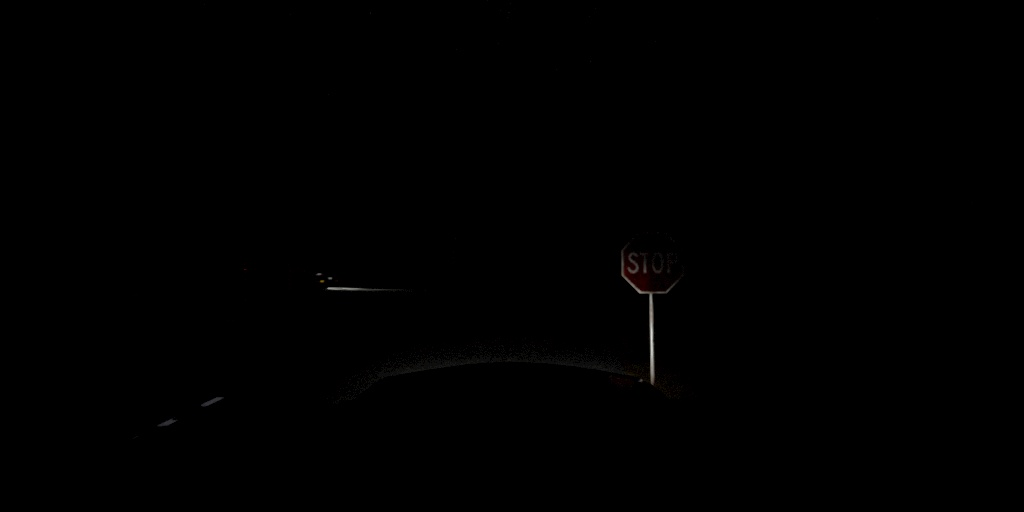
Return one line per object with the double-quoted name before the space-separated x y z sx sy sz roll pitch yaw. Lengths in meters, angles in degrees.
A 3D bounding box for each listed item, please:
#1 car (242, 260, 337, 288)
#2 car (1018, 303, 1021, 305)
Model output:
"car" -11.343 0.905 18.455 4.181 1.385 1.994 2 -3 0
"car" 29.079 2.247 18.226 4.902 1.511 2.128 2 -3 0
